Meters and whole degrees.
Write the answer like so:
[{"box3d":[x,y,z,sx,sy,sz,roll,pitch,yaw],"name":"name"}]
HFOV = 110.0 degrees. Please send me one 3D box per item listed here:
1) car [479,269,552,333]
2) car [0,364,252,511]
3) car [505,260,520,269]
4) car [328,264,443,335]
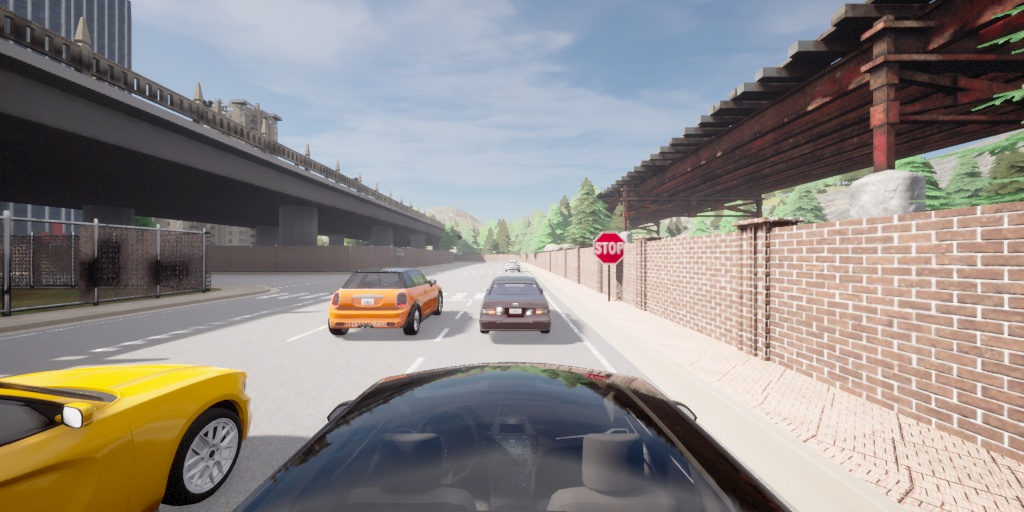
[{"box3d":[0.076,1.297,10.647,2.033,1.411,5.357,0,0,0],"name":"car"},{"box3d":[-3.398,1.228,1.366,1.882,1.535,5.008,0,0,0],"name":"car"},{"box3d":[0.074,1.276,45.516,1.812,1.442,4.674,0,0,-1],"name":"car"},{"box3d":[-3.425,1.102,10.623,2.097,1.767,4.553,0,0,0],"name":"car"}]
